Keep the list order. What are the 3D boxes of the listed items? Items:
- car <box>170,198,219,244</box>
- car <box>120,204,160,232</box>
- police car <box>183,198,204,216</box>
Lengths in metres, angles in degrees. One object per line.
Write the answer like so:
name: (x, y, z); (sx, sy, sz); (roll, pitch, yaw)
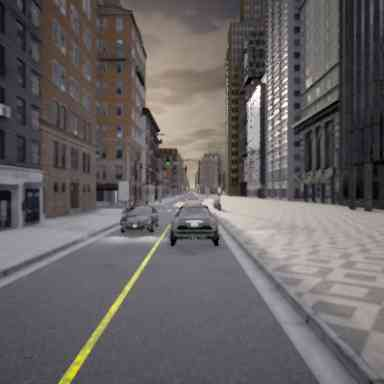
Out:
car: (0.101, 1.346, 15.751); (2.097, 1.767, 4.553); (0, 0, 0)
car: (-2.999, 1.541, 19.854); (1.837, 1.490, 4.892); (0, 0, 0)
police car: (0.102, 1.419, 33.153); (1.930, 1.638, 5.238); (0, 0, 0)
